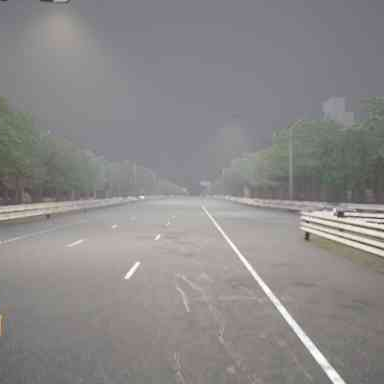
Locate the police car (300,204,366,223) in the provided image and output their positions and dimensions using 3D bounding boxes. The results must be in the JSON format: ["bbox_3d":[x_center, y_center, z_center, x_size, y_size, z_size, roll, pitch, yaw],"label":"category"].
[{"bbox_3d":[9.675,1.616,23.599,2.038,1.542,4.974,1,0,-20],"label":"police car"}]

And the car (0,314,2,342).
[{"bbox_3d":[-3.398,1.493,2.329,1.882,1.535,5.008,0,0,0],"label":"car"}]
